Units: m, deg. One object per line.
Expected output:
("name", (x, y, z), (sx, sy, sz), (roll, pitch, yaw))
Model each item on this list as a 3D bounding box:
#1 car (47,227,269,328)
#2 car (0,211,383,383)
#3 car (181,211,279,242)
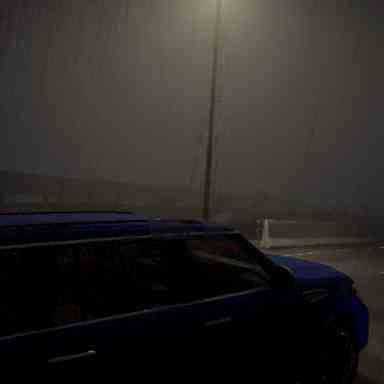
("car", (-0.578, 1.638, 7.635), (4.718, 1.301, 1.895), (1, -1, -36))
("car", (-0.472, 1.229, 3.410), (5.566, 2.045, 2.150), (1, 0, -36))
("car", (2.211, 1.864, 18.472), (5.357, 1.411, 2.033), (3, -2, -35))
